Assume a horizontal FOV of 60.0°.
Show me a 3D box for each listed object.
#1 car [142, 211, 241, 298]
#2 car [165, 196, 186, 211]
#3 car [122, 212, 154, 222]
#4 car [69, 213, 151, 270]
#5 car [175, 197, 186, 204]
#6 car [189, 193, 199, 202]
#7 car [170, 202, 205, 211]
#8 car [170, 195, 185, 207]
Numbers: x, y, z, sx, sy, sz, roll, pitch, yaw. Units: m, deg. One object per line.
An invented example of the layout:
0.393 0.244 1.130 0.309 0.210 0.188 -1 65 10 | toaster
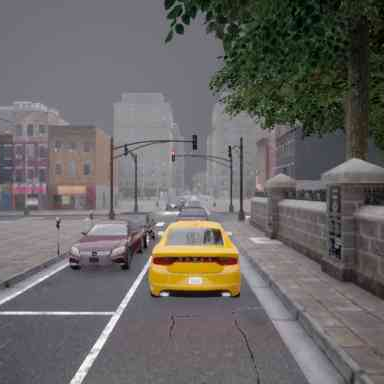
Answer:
0.080 1.477 8.598 1.882 1.535 5.008 0 0 0 | car
-2.222 1.482 41.666 2.128 1.511 4.902 0 0 0 | car
-2.614 1.565 14.668 1.947 1.339 4.313 0 0 0 | car
-2.620 1.581 11.005 1.802 1.307 4.206 0 0 0 | car
-2.161 1.585 63.620 1.895 1.301 4.718 0 0 0 | car
0.395 1.508 66.876 1.812 1.442 4.674 0 0 0 | car
0.034 1.546 19.088 2.033 1.411 5.357 0 0 0 | car
-2.204 1.340 51.601 2.097 1.767 4.553 0 0 0 | car
